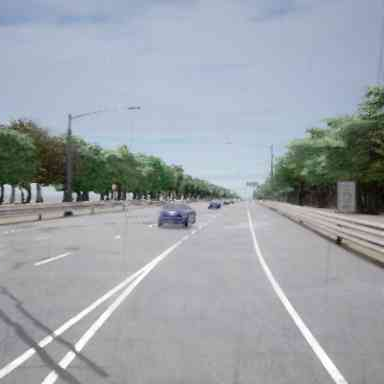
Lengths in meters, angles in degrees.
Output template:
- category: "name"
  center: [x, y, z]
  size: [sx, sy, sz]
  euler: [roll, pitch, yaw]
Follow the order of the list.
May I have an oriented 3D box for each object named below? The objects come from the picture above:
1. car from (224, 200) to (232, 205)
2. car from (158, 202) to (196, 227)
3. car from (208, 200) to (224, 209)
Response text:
- category: "car"
  center: [8.544, 2.702, 84.299]
  size: [1.895, 1.301, 4.718]
  euler: [0, -1, 9]
- category: "car"
  center: [-0.999, 1.531, 24.309]
  size: [2.097, 1.767, 4.553]
  euler: [0, 0, 9]
- category: "car"
  center: [3.909, 2.070, 55.477]
  size: [1.812, 1.442, 4.674]
  euler: [0, -1, 9]
